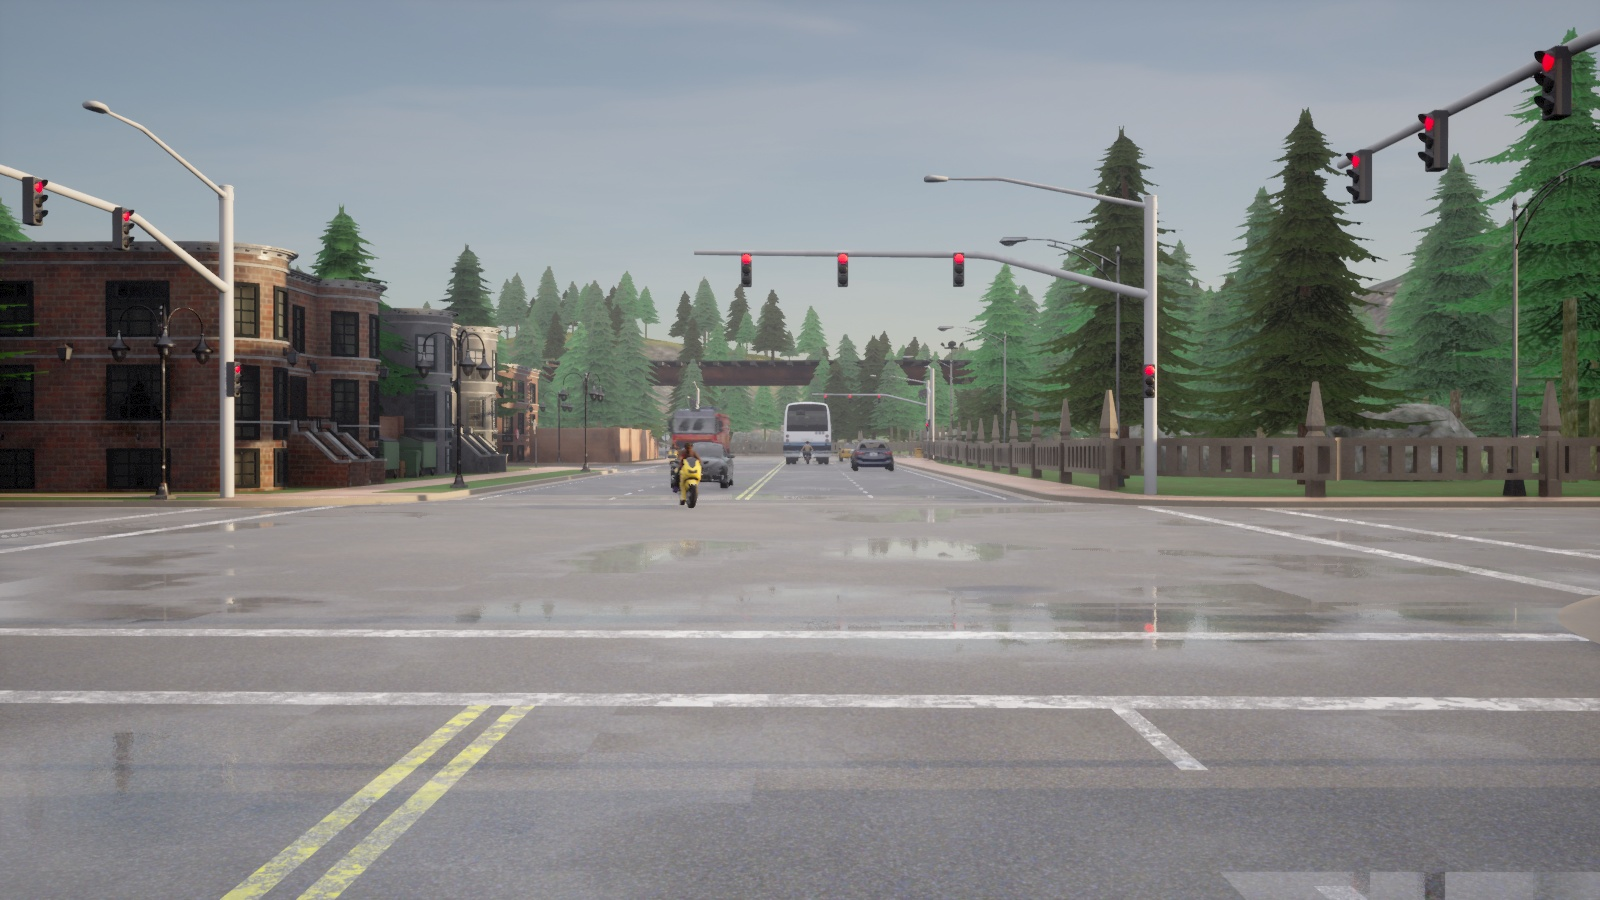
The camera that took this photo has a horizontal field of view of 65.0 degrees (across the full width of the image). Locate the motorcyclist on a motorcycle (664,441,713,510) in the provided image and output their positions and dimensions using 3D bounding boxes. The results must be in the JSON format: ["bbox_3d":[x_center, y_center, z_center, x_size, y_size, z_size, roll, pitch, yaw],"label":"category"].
[{"bbox_3d":[-2.585,0.563,28.899,0.797,1.523,2.044,1,0,-14],"label":"motorcyclist on a motorcycle"}]

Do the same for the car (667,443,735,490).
[{"bbox_3d":[-3.248,0.511,42.014,1.837,1.490,4.892,0,0,0],"label":"car"}]

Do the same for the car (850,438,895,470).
[{"bbox_3d":[3.902,0.208,68.404,2.242,1.667,4.611,0,0,0],"label":"car"}]

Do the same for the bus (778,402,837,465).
[{"bbox_3d":[0.524,-1.136,89.810,3.944,4.253,10.273,0,0,0],"label":"bus"}]

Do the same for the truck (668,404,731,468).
[{"bbox_3d":[-6.272,-0.874,79.853,2.891,3.827,8.468,0,0,3],"label":"truck"}]
